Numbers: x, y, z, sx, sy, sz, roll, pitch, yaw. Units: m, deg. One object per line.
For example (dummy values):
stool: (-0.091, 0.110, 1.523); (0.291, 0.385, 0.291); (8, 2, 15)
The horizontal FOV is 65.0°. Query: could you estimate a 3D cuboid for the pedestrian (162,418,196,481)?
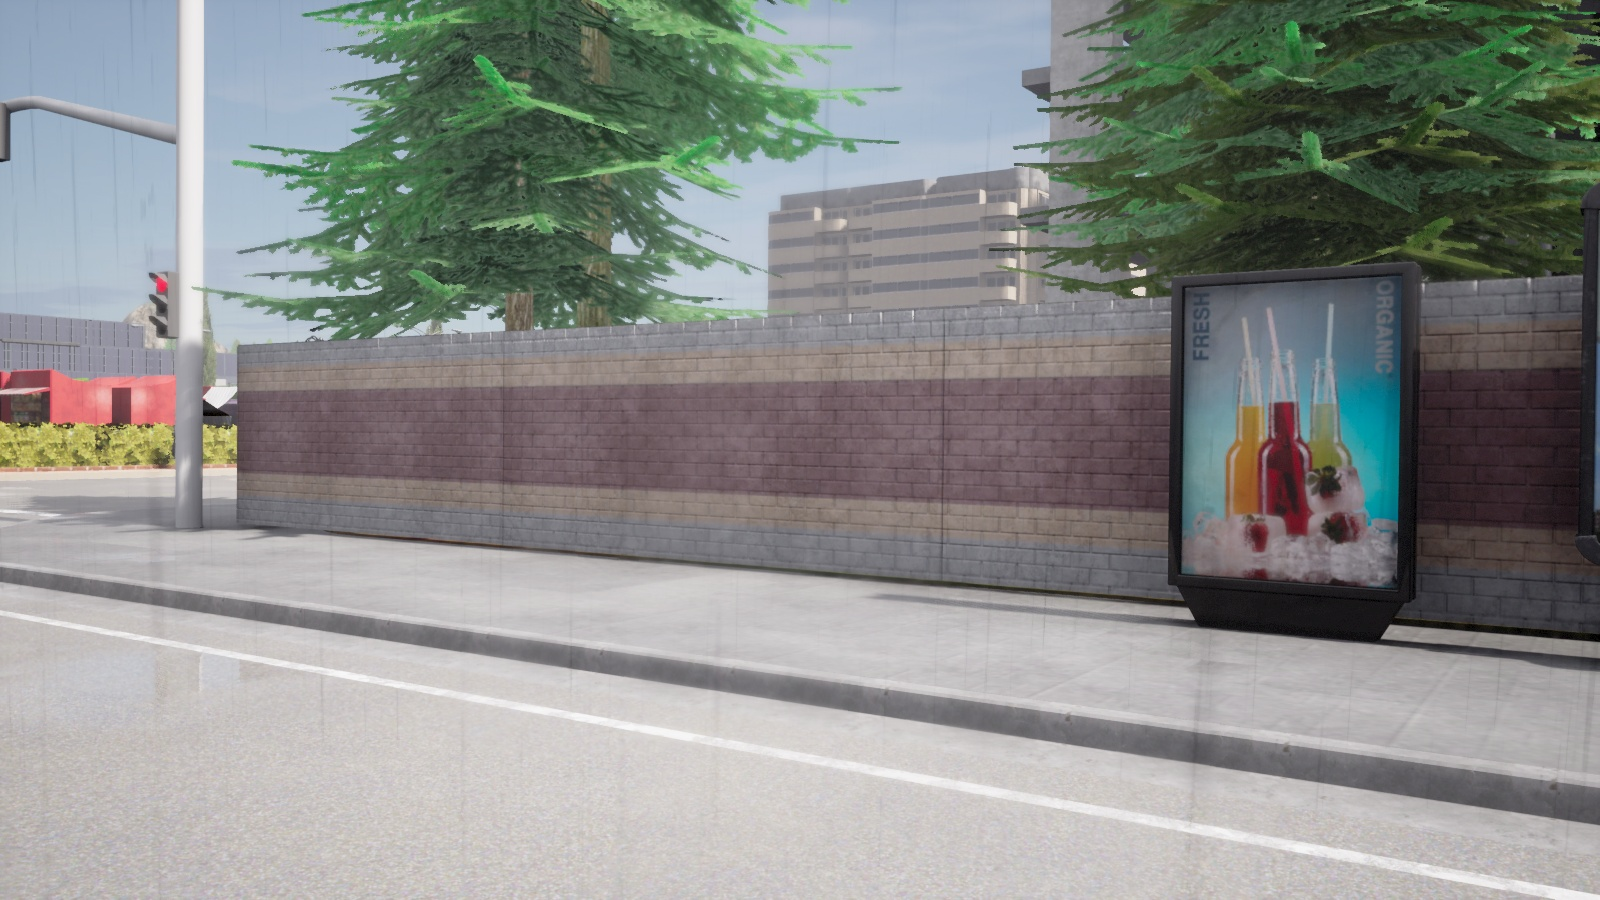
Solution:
pedestrian: (-18.492, -0.013, 37.382); (0.540, 1.848, 0.694); (0, 1, 35)
